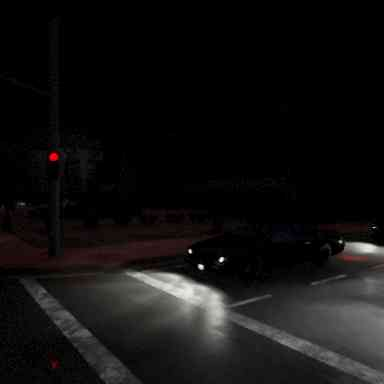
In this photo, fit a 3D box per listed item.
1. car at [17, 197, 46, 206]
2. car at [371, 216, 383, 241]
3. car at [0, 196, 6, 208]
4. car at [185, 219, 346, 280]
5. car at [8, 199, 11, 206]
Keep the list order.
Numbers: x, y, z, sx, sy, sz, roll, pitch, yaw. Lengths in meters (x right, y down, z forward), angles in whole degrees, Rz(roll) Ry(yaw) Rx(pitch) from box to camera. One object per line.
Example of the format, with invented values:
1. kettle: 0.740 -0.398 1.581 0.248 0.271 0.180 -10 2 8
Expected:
1. car: -25.716 1.493 53.549 2.128 1.511 4.902 0 0 17
2. car: 10.322 1.506 15.639 4.892 1.490 1.837 0 0 -35
3. car: -26.769 1.602 43.626 1.895 1.301 4.718 0 0 0
4. car: 2.442 1.548 10.081 5.357 1.411 2.033 0 0 -34
5. car: -29.852 1.353 50.693 2.097 1.767 4.553 0 0 10
